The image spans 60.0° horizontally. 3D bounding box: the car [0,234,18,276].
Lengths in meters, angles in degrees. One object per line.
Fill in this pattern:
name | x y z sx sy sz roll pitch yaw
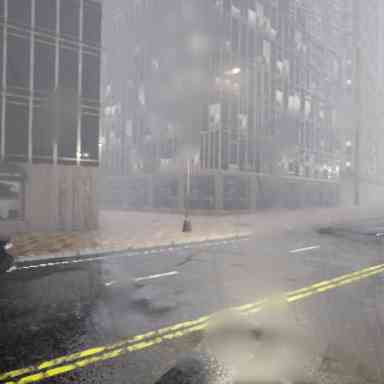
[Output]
car | -6.496 1.508 7.110 4.902 1.511 2.128 0 0 -35
